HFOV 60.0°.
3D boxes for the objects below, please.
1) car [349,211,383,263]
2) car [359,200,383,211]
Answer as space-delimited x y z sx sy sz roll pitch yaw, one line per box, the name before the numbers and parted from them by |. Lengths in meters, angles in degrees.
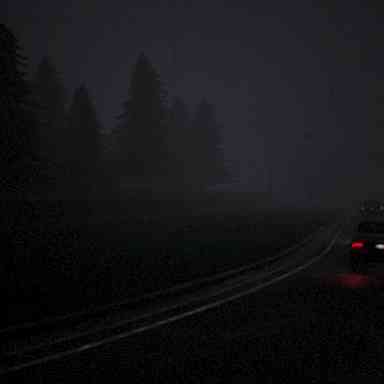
car | 6.613 1.614 11.626 2.033 1.411 5.357 0 0 30
car | 17.318 1.536 32.006 2.097 1.767 4.553 0 0 28
